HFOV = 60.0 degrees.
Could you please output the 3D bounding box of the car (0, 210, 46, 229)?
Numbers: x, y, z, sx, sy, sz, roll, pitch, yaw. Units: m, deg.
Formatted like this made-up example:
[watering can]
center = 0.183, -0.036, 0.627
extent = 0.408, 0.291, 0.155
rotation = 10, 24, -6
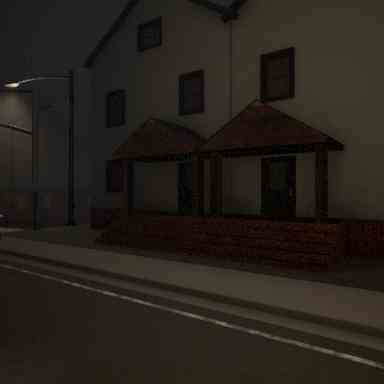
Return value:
[car]
center = -15.417, 2.335, 29.479
extent = 2.097, 1.767, 4.553
rotation = 0, -9, 36
